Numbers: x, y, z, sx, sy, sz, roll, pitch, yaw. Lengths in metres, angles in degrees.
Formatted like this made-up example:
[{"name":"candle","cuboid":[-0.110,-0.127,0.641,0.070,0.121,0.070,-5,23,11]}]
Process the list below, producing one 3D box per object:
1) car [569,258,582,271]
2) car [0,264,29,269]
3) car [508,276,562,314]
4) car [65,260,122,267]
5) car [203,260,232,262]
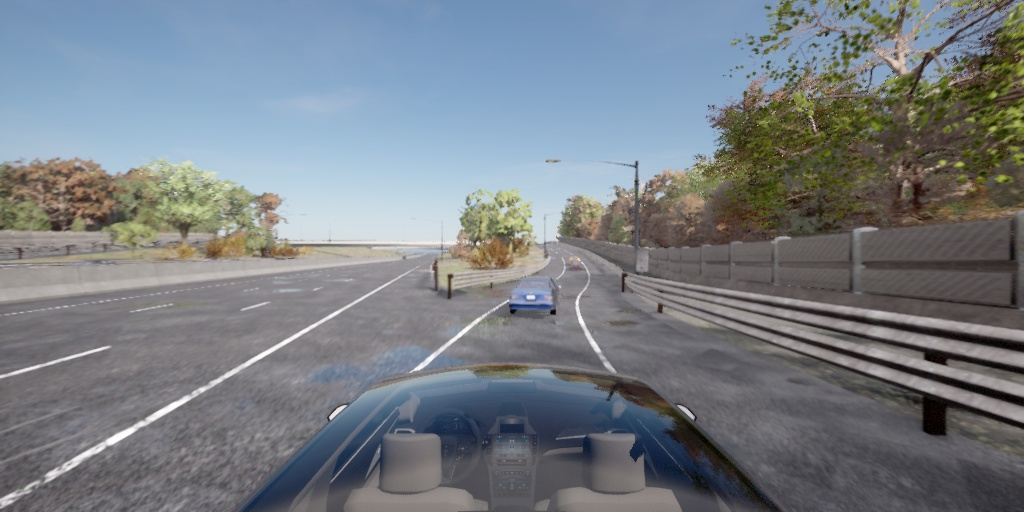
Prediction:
[{"name":"car","cuboid":[9.912,1.474,55.821,2.033,1.411,5.357,0,2,9]},{"name":"car","cuboid":[-26.894,1.151,18.126,2.128,1.511,4.902,0,0,-11]},{"name":"car","cuboid":[1.073,1.576,15.340,2.033,1.411,5.357,0,-1,9]},{"name":"car","cuboid":[-36.734,1.124,31.333,2.128,1.511,4.902,0,0,-11]},{"name":"car","cuboid":[-31.014,1.186,38.392,1.994,1.385,4.181,0,0,-11]}]
